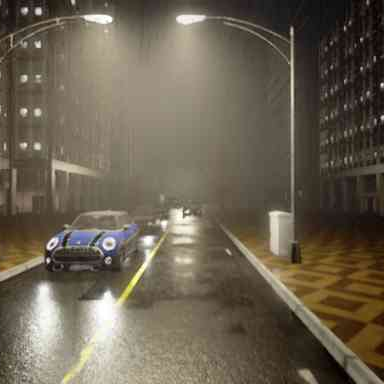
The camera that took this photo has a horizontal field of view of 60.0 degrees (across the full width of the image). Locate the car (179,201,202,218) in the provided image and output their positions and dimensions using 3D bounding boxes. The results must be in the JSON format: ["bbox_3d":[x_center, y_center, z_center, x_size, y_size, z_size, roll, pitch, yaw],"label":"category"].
[{"bbox_3d":[0.008,1.869,32.894,1.895,1.301,4.718,0,0,0],"label":"car"}]

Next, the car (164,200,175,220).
[{"bbox_3d":[-2.998,1.806,31.695,2.033,1.411,5.357,0,0,0],"label":"car"}]

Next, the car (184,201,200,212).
[{"bbox_3d":[0.031,1.914,45.183,2.033,1.411,5.357,0,0,0],"label":"car"}]

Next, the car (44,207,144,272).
[{"bbox_3d":[-3.080,1.444,11.125,2.097,1.767,4.553,0,0,0],"label":"car"}]

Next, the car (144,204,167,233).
[{"bbox_3d":[-3.012,1.723,21.385,2.033,1.411,5.357,0,0,0],"label":"car"}]

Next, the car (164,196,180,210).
[{"bbox_3d":[-2.997,1.682,50.245,2.150,2.045,5.566,0,0,0],"label":"car"}]
